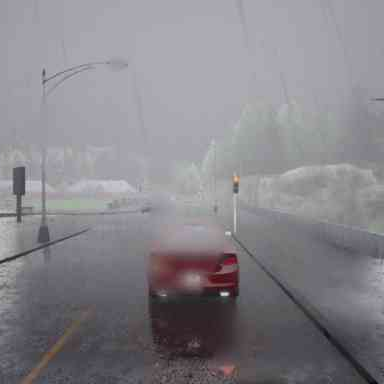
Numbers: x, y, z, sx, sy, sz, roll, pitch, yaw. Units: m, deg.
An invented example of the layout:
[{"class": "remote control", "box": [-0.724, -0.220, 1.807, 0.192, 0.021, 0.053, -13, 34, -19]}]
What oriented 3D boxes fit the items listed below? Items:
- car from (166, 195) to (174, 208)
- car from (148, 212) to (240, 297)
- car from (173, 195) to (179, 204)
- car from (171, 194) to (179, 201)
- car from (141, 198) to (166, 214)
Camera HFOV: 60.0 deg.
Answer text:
[{"class": "car", "box": [-4.139, 1.564, 49.002, 1.994, 1.385, 4.181, 0, 0, 0]}, {"class": "car", "box": [0.052, 1.478, 8.630, 1.882, 1.535, 5.008, 0, 0, 0]}, {"class": "car", "box": [-4.102, 1.525, 64.320, 1.812, 1.442, 4.674, 0, 0, 0]}, {"class": "car", "box": [-4.069, 1.338, 80.104, 1.812, 1.442, 4.674, 0, 0, 0]}, {"class": "car", "box": [-4.130, 1.564, 34.871, 1.994, 1.385, 4.181, 0, 0, 0]}]
